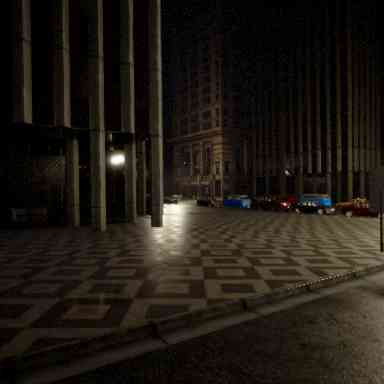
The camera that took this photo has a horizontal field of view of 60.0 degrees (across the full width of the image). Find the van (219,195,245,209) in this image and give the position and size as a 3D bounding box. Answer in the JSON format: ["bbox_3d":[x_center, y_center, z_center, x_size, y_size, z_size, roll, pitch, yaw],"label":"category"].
[{"bbox_3d":[5.669,1.294,42.348,1.690,1.788,3.998,-1,1,-36],"label":"van"}]

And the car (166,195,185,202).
[{"bbox_3d":[-3.534,1.256,69.745,2.008,1.369,4.403,-1,1,-36],"label":"car"}]

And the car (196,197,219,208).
[{"bbox_3d":[2.441,1.371,46.832,1.967,1.590,4.097,-1,1,-36],"label":"car"}]

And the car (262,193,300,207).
[{"bbox_3d":[12.600,1.130,47.321,2.192,1.841,5.009,-1,1,-36],"label":"car"}]

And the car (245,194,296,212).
[{"bbox_3d":[8.898,1.290,37.864,2.192,1.841,5.009,-1,1,-36],"label":"car"}]

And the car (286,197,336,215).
[{"bbox_3d":[12.129,1.549,33.383,2.008,1.369,4.403,-1,1,-36],"label":"car"}]

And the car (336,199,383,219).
[{"bbox_3d":[15.359,1.567,28.899,1.887,1.381,4.507,-1,1,-36],"label":"car"}]

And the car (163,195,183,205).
[{"bbox_3d":[-4.017,1.438,55.800,2.008,1.369,4.403,-1,1,-36],"label":"car"}]

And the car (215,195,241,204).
[{"bbox_3d":[6.048,1.296,56.429,1.752,1.417,4.829,-1,1,-36],"label":"car"}]

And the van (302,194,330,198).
[{"bbox_3d":[15.828,1.178,42.837,1.690,1.788,3.998,-1,1,-36],"label":"van"}]
